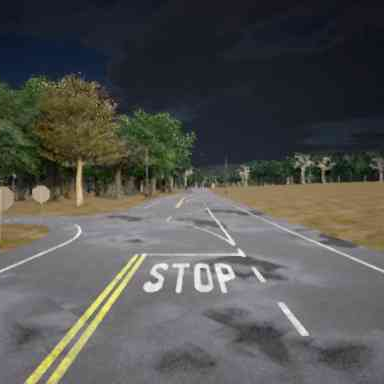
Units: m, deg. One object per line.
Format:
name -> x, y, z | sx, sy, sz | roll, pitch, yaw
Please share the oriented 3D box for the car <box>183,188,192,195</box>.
car -> -1.155, -0.178, 89.811 | 2.097, 1.767, 4.553 | 0, 1, 7
